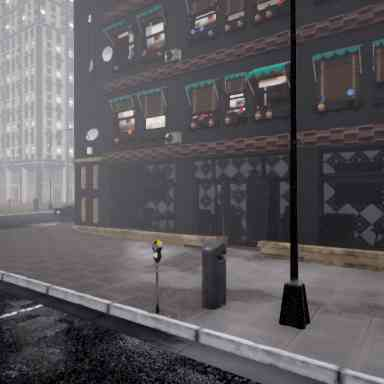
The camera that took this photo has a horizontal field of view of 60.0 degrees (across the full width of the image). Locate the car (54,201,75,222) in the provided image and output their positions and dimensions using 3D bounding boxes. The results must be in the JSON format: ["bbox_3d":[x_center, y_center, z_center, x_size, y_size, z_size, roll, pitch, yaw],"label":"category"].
[{"bbox_3d":[-7.286,1.279,22.789,1.947,1.339,4.313,1,1,35],"label":"car"}]
